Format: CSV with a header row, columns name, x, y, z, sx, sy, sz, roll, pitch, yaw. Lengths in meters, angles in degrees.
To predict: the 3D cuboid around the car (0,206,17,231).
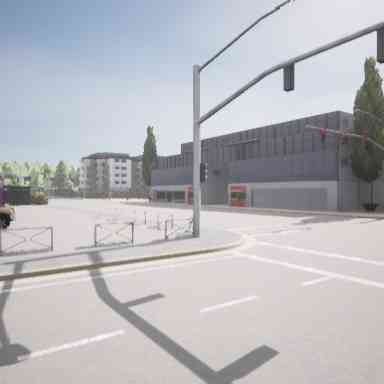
name,x,y,z,sx,sy,sz,roll,pitch,yaw
car,-11.628,1.106,17.130,4.605,1.855,1.932,0,0,-35
